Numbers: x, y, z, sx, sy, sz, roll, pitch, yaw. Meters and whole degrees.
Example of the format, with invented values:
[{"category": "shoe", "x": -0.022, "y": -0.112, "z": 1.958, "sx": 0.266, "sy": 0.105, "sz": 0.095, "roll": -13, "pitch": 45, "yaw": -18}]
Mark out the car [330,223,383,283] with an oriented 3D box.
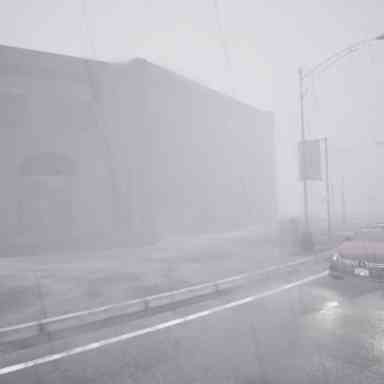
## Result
[{"category": "car", "x": 5.582, "y": 1.657, "z": 9.515, "sx": 1.812, "sy": 1.442, "sz": 4.674, "roll": -1, "pitch": -2, "yaw": 43}]
